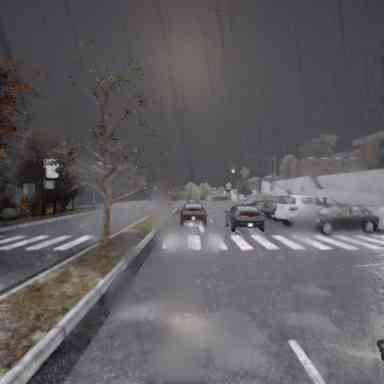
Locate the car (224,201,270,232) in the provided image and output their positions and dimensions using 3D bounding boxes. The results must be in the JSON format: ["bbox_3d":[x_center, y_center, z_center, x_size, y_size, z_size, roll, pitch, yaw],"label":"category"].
[{"bbox_3d":[3.100,1.496,20.090,1.837,1.490,4.892,0,0,0],"label":"car"}]

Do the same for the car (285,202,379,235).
[{"bbox_3d":[8.080,1.482,18.511,4.892,1.521,2.231,1,0,-20],"label":"car"}]

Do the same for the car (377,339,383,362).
[{"bbox_3d":[3.100,1.545,1.441,2.033,1.411,5.357,0,0,0],"label":"car"}]

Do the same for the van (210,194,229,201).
[{"bbox_3d":[7.964,1.520,91.635,4.442,1.987,1.878,1,-1,-20],"label":"van"}]

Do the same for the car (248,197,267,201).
[{"bbox_3d":[8.243,1.518,30.509,5.366,1.575,1.946,1,-1,-20],"label":"car"}]

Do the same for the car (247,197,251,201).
[{"bbox_3d":[8.095,1.563,33.439,4.792,1.488,2.163,1,-1,-20],"label":"car"}]

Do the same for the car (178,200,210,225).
[{"bbox_3d":[0.101,1.504,23.892,1.837,1.490,4.892,0,-1,0],"label":"car"}]

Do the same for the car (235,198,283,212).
[{"bbox_3d":[7.897,1.555,39.325,5.366,1.575,1.946,1,0,-20],"label":"car"}]

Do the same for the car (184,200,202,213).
[{"bbox_3d":[0.100,1.635,39.598,1.994,1.385,4.181,0,0,0],"label":"car"}]

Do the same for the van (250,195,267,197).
[{"bbox_3d":[7.964,1.319,36.367,4.442,1.987,1.878,1,0,-20],"label":"van"}]

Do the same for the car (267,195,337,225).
[{"bbox_3d":[8.099,1.235,21.513,5.566,2.045,2.435,1,0,-20],"label":"car"}]

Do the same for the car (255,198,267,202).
[{"bbox_3d":[8.063,1.508,27.462,4.892,1.521,2.231,1,-1,-20],"label":"car"}]

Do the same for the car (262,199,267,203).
[{"bbox_3d":[8.076,1.495,24.477,5.008,1.535,2.097,1,0,-20],"label":"car"}]
